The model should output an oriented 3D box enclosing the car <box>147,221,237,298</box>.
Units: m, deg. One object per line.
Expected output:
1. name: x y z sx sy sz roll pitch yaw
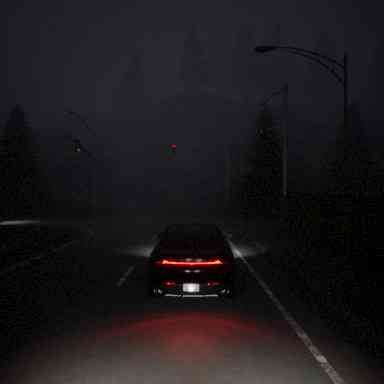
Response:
1. car: 0.025 1.505 8.514 1.837 1.490 4.892 0 0 1
